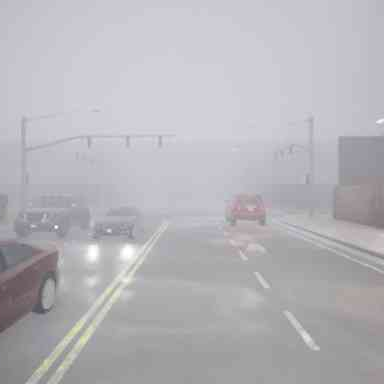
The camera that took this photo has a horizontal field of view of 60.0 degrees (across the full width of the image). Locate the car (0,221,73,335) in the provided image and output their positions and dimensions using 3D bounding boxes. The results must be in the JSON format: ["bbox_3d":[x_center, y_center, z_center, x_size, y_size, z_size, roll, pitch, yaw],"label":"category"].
[{"bbox_3d":[-3.592,1.454,4.728,1.882,1.535,5.008,0,0,0],"label":"car"}]

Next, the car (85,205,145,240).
[{"bbox_3d":[-3.517,1.427,16.598,1.837,1.490,4.892,0,0,0],"label":"car"}]

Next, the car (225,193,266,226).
[{"bbox_3d":[3.516,1.110,22.529,2.150,2.045,5.566,0,0,0],"label":"car"}]

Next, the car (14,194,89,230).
[{"bbox_3d":[-7.009,1.128,17.456,2.150,2.045,5.566,0,0,0],"label":"car"}]
